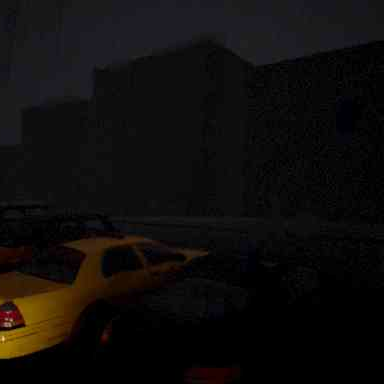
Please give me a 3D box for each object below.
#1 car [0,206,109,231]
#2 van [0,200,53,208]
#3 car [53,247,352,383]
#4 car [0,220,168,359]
[{"bbox_3d":[-3.665,1.351,7.799,2.185,1.767,4.553,0,0,35],"label":"car"},{"bbox_3d":[-5.830,1.250,9.449,1.878,1.987,4.442,0,0,35],"label":"van"},{"bbox_3d":[0.847,1.520,4.540,2.002,1.452,4.674,0,0,35],"label":"car"},{"bbox_3d":[-1.309,1.475,6.309,1.946,1.575,5.366,0,0,35],"label":"car"}]
